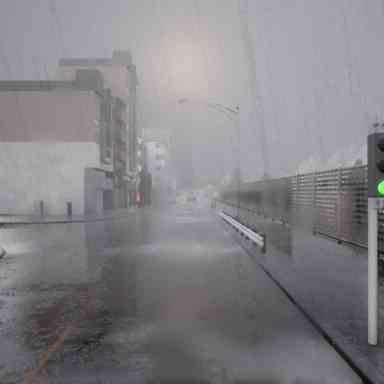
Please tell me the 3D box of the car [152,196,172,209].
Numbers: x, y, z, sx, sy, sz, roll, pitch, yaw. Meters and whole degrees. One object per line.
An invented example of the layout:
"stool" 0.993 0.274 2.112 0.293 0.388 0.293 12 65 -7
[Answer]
"car" -4.118 1.509 44.324 1.837 1.490 4.892 0 0 0

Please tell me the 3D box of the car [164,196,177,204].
"car" -4.080 1.498 64.805 2.128 1.511 4.902 0 0 0

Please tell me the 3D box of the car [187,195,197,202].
"car" -0.042 1.363 76.594 2.097 1.767 4.553 0 0 0

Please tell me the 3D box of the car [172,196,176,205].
"car" -4.116 1.483 54.557 1.882 1.535 5.008 0 0 0
